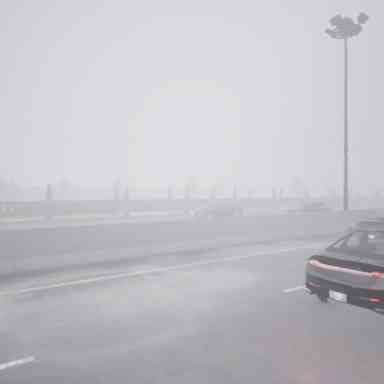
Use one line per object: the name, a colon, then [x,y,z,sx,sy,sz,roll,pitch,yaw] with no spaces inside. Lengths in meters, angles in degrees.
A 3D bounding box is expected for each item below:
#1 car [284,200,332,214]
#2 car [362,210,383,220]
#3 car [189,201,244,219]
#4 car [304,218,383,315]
car: [9.911,1.505,28.233,4.892,1.490,1.837,0,0,-35]
car: [9.025,1.505,14.477,4.892,1.490,1.837,0,0,-35]
car: [1.994,1.492,26.895,4.902,1.511,2.128,0,0,-35]
car: [4.365,1.492,6.858,4.902,1.511,2.128,0,0,-35]
